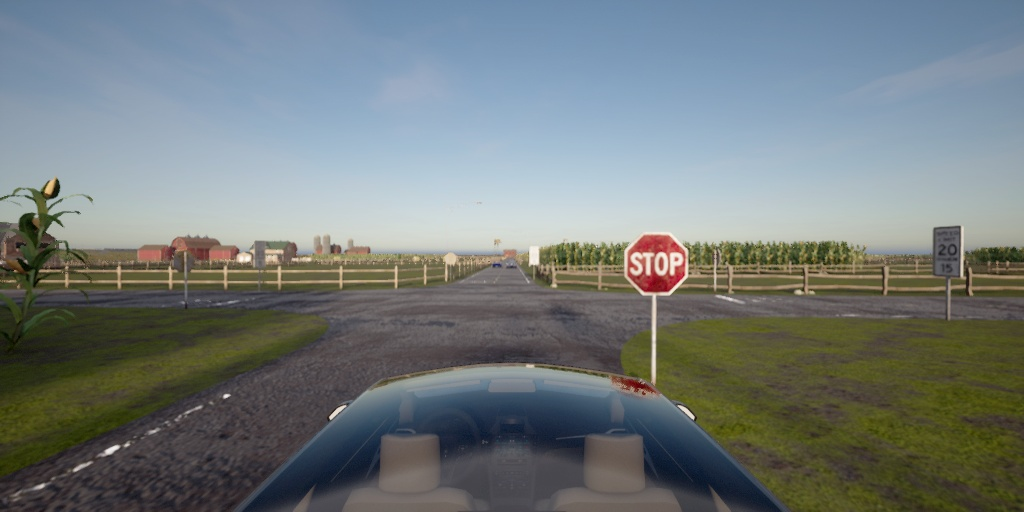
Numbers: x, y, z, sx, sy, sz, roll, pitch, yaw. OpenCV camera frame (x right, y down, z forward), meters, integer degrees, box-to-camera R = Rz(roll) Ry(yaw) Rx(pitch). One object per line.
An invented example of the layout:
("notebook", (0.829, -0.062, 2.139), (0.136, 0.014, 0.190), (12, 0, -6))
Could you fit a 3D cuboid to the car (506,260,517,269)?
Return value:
("car", (-0.051, 1.560, 63.206), (2.033, 1.411, 5.357), (0, 0, 0))
